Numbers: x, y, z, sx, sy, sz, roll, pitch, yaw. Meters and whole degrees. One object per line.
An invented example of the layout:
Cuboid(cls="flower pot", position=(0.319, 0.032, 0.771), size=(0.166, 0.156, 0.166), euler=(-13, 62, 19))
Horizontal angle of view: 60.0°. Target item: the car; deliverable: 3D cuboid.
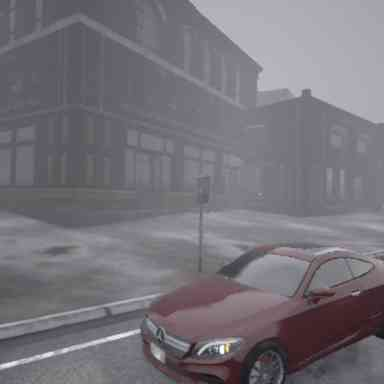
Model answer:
Cuboid(cls="car", position=(1.512, 1.551, 5.080), size=(4.674, 1.442, 1.812), euler=(0, 0, -36))
